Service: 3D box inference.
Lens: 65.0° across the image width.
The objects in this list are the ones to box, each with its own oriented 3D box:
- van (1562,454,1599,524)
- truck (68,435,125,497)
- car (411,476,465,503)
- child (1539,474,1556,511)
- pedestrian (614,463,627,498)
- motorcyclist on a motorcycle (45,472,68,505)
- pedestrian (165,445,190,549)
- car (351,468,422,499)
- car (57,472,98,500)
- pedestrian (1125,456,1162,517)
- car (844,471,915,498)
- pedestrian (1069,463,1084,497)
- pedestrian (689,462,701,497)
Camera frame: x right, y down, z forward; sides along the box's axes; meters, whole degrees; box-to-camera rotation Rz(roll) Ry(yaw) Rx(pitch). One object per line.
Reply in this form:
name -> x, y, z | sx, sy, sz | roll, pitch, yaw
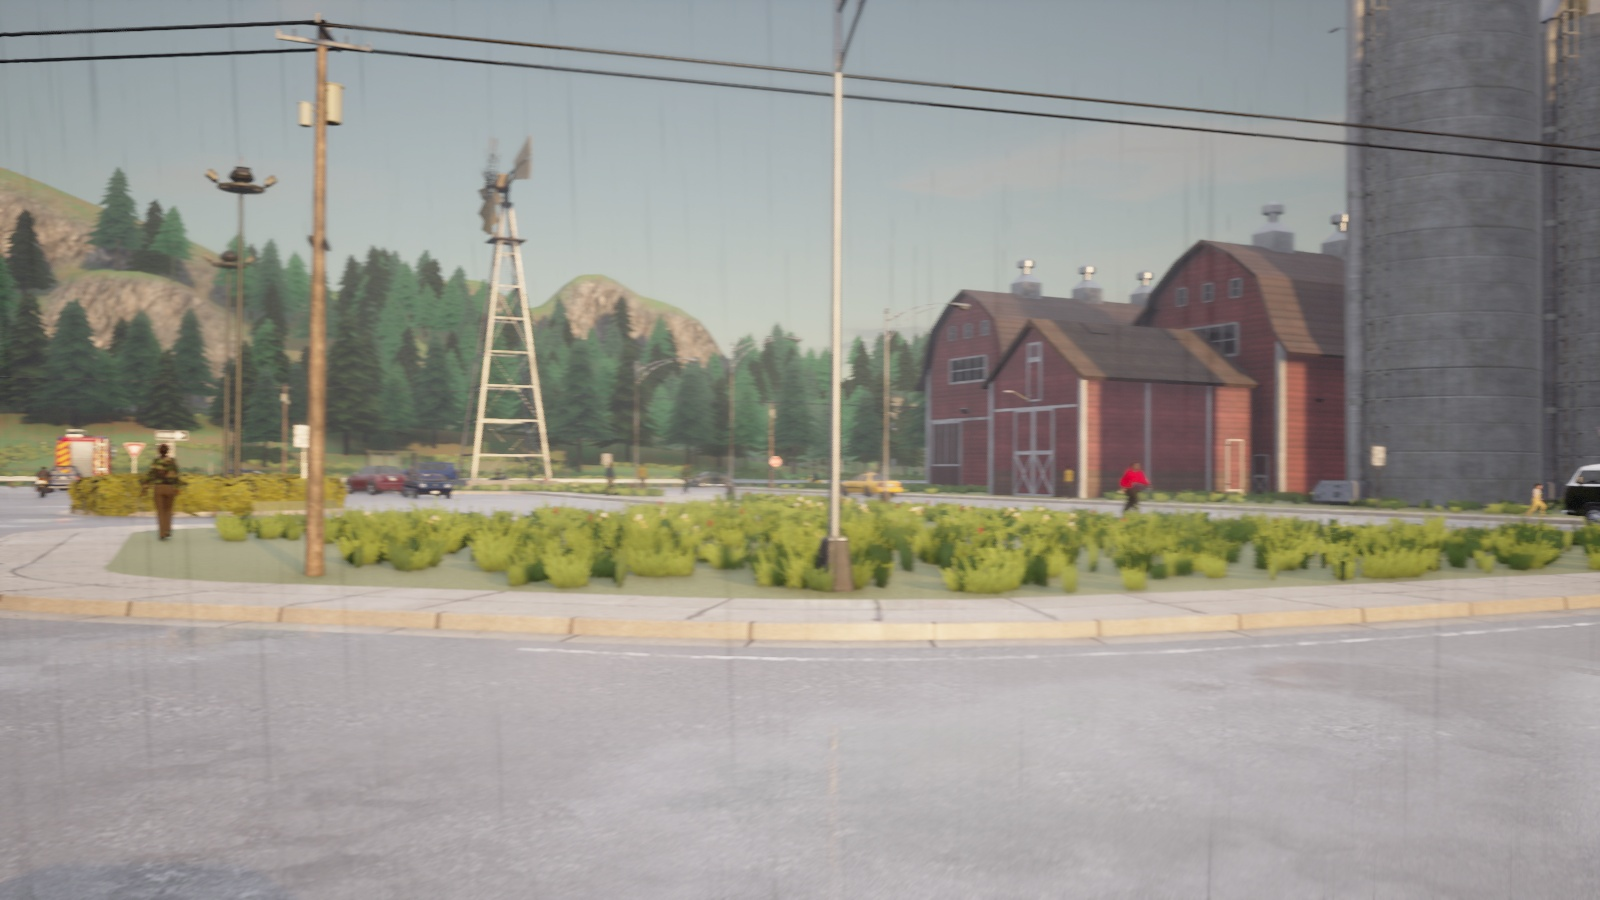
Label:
van -> 24.722, 1.134, 36.014 | 2.069, 2.038, 4.480 | 0, -1, -27
truck -> -45.755, 1.049, 81.833 | 2.891, 3.827, 8.468 | 0, -1, -27
car -> -18.772, 2.019, 65.006 | 1.895, 1.301, 4.718 | 0, -1, -26
child -> 25.636, 1.465, 43.082 | 0.270, 1.263, 0.437 | 1, -1, -39
pedestrian -> -9.488, 1.593, 66.388 | 0.370, 1.835, 0.726 | 1, -1, -35
motorcyclist on a motorcycle -> -35.661, 1.828, 60.251 | 0.797, 1.523, 2.044 | 0, -1, -26
pedestrian -> -11.788, 0.876, 23.788 | 0.395, 1.930, 0.692 | 0, -1, -26
car -> -23.922, 1.907, 72.578 | 2.097, 1.767, 4.553 | 1, -1, -44
car -> -41.358, 2.025, 71.969 | 1.789, 1.549, 3.705 | 0, -1, -26
pedestrian -> 10.461, 1.110, 38.248 | 0.634, 1.844, 0.899 | 0, -1, -28
car -> 4.749, 2.029, 75.821 | 1.801, 1.575, 5.366 | 0, -1, -27
pedestrian -> 14.741, 1.592, 66.958 | 0.431, 1.840, 0.709 | 0, -1, -27
pedestrian -> -5.936, 1.672, 71.152 | 0.423, 1.949, 0.788 | 0, -1, -26
